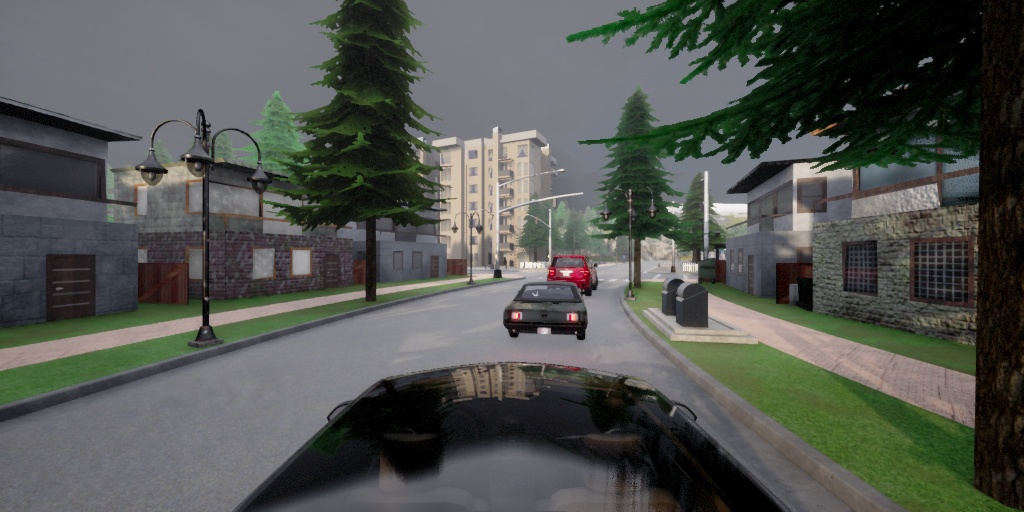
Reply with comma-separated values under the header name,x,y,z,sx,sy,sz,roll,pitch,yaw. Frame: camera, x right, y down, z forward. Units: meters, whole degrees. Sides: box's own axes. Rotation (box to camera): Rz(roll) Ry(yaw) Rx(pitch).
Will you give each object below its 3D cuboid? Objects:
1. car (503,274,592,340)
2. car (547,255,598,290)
name,x,y,z,sx,sy,sz,roll,pitch,yaw
car,1.076,1.351,10.025,1.895,1.301,4.718,0,0,9
car,3.379,0.971,19.519,2.150,2.045,5.566,0,0,18
